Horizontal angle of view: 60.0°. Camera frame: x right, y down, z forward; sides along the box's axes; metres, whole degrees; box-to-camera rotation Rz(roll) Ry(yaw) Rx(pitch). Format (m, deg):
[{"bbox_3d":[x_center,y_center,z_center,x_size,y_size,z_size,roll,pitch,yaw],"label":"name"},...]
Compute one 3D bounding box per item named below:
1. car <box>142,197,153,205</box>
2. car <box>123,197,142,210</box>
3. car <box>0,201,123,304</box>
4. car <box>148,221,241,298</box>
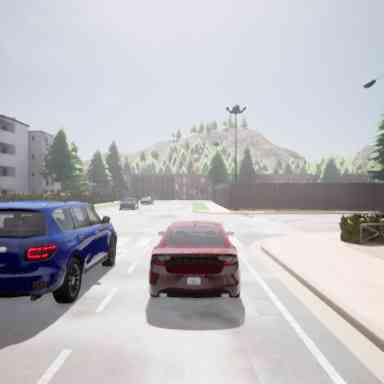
[{"bbox_3d":[-7.830,1.503,57.690,2.033,1.411,5.357,0,0,0],"label":"car"},{"bbox_3d":[-7.828,1.468,41.754,1.837,1.490,4.892,0,0,0],"label":"car"},{"bbox_3d":[-3.440,1.218,8.287,2.150,2.045,5.566,0,0,0],"label":"car"},{"bbox_3d":[0.096,1.474,8.544,1.882,1.535,5.008,0,0,1],"label":"car"}]
